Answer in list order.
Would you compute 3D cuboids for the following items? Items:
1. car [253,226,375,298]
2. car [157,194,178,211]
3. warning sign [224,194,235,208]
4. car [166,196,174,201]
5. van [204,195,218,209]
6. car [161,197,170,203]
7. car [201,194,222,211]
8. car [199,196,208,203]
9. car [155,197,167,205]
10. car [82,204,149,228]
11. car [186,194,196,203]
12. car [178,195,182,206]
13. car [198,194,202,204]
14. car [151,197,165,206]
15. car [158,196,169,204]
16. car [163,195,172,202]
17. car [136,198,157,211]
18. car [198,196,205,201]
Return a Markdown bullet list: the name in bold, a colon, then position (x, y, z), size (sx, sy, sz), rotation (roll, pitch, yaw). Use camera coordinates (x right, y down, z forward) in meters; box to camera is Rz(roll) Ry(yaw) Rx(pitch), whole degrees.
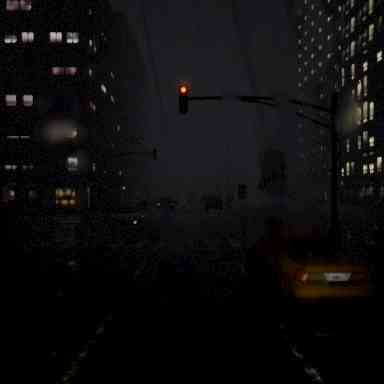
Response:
- **car**: position (2.669, 1.532, 8.431), size (1.752, 1.417, 4.829), rotation (0, 0, 0)
- **car**: position (-3.185, 1.401, 41.851), size (2.097, 1.767, 4.553), rotation (0, 0, 0)
- **warning sign**: position (4.981, 1.168, 43.936), size (1.300, 1.860, 1.060), rotation (0, 0, 0)
- **car**: position (-5.881, 1.691, 90.226), size (1.752, 1.417, 4.829), rotation (0, 0, 0)
- **van**: position (2.589, 1.398, 46.200), size (1.690, 1.788, 3.998), rotation (0, 0, 0)
- **car**: position (-5.847, 1.703, 73.816), size (1.802, 1.307, 4.206), rotation (0, 0, 0)
- **car**: position (2.601, 1.362, 40.674), size (2.192, 1.841, 5.009), rotation (0, 0, 0)
- **car**: position (2.533, 1.666, 73.833), size (1.887, 1.381, 4.507), rotation (0, 0, 0)
- **car**: position (-5.824, 1.638, 62.762), size (1.887, 1.381, 4.507), rotation (0, 0, 0)
- **car**: position (-5.534, 1.689, 23.003), size (4.718, 1.301, 1.895), rotation (-1, 0, 37)
- **car**: position (-0.145, 1.657, 69.444), size (2.033, 1.411, 5.357), rotation (0, 0, 0)
- **car**: position (-3.197, 1.646, 58.332), size (1.994, 1.385, 4.181), rotation (0, 0, 0)
- **car**: position (2.555, 1.408, 62.780), size (2.192, 1.841, 5.009), rotation (0, 0, 0)
- **car**: position (-5.813, 1.631, 57.236), size (2.008, 1.369, 4.403), rotation (0, 0, 0)
- **car**: position (-5.837, 1.547, 68.290), size (1.967, 1.590, 4.097), rotation (0, 0, 0)
- **car**: position (-5.860, 1.575, 79.343), size (1.967, 1.590, 4.097), rotation (0, 0, 0)
- **car**: position (-5.778, 1.598, 40.656), size (2.008, 1.369, 4.403), rotation (0, 0, 0)
- **car**: position (2.498, 1.692, 90.583), size (1.752, 1.417, 4.829), rotation (0, 0, 0)
